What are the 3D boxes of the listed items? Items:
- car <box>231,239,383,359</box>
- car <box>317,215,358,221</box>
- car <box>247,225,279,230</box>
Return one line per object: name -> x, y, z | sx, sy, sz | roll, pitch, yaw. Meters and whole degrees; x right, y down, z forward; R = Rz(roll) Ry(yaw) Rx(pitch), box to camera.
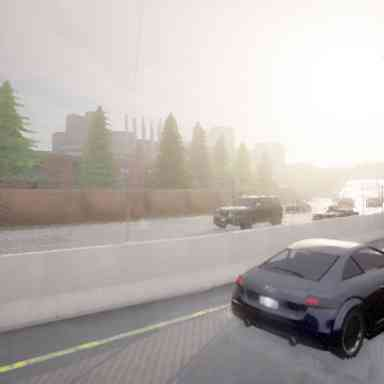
car -> 2.692, 1.568, 6.078 | 4.181, 1.385, 1.994 | 0, 0, -38
car -> 10.010, 1.611, 23.031 | 1.895, 1.301, 4.718 | 0, 0, 41
car -> 3.782, 1.258, 21.379 | 2.150, 2.045, 5.566 | 0, 0, 45
